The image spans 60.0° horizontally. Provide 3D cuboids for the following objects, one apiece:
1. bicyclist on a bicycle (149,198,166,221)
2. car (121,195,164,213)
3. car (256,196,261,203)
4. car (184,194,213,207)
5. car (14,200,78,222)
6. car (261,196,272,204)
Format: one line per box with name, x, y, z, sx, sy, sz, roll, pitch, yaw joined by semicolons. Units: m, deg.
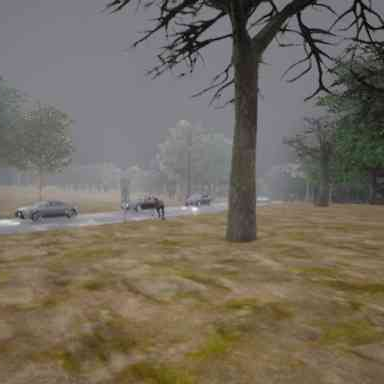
bicyclist on a bicycle;-2.484;1.257;24.073;1.656;1.620;0.582;0;0;36
car;-4.711;1.102;32.170;2.128;1.511;4.902;2;2;34
car;7.546;1.045;46.451;1.882;1.535;5.008;2;1;28
car;0.840;1.011;40.941;1.837;1.490;4.892;2;1;31
car;-10.486;1.302;24.114;1.994;1.385;4.181;2;2;37
car;12.140;1.239;55.826;1.895;1.301;4.718;1;0;23
